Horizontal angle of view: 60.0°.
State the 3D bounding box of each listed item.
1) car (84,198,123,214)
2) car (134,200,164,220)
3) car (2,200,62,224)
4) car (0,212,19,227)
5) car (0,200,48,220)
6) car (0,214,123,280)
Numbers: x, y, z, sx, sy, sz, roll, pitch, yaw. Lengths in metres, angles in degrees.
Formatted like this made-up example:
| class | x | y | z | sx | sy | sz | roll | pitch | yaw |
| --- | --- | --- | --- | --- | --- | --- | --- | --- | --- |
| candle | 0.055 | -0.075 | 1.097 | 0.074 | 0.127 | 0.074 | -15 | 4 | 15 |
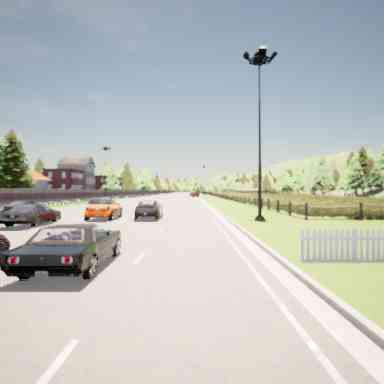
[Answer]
| class | x | y | z | sx | sy | sz | roll | pitch | yaw |
| --- | --- | --- | --- | --- | --- | --- | --- | --- | --- |
| car | -6.914 | 1.261 | 26.437 | 2.097 | 1.767 | 4.553 | 0 | 0 | 0 |
| car | -3.413 | 1.400 | 26.725 | 2.128 | 1.511 | 4.902 | 0 | 0 | 0 |
| car | -10.414 | 1.471 | 21.787 | 2.033 | 1.411 | 5.357 | 0 | 0 | 0 |
| car | -6.908 | 1.494 | 9.016 | 1.812 | 1.442 | 4.674 | 0 | 0 | 0 |
| car | -13.913 | 1.429 | 27.702 | 1.812 | 1.442 | 4.674 | 0 | 0 | 0 |
| car | -3.407 | 1.567 | 9.767 | 1.895 | 1.301 | 4.718 | 0 | 0 | 0 |
